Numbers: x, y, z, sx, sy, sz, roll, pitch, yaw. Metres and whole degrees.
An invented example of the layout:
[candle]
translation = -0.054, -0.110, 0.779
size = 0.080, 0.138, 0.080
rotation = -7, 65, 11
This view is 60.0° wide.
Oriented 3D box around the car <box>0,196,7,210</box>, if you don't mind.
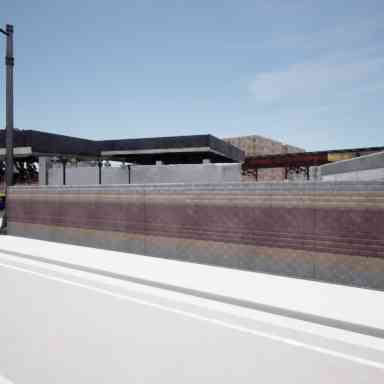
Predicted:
[car]
translation = -20.626, 1.295, 39.464
size = 2.242, 1.667, 4.611
rotation = 0, 0, 37
